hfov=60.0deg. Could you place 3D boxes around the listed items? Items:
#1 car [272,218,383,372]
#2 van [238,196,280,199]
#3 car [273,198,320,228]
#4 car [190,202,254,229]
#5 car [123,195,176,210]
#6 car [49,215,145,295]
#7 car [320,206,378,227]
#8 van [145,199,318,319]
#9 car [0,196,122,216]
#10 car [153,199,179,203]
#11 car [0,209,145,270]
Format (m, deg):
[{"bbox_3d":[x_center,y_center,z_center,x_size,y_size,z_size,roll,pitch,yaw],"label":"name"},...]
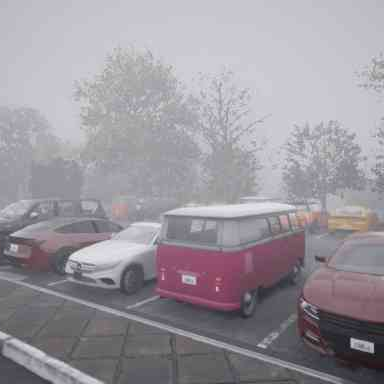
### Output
[{"bbox_3d":[3.404,1.486,5.837,2.097,1.535,5.008,0,0,36],"label":"car"},{"bbox_3d":[4.497,1.271,21.290,1.878,1.987,4.442,0,0,36],"label":"van"},{"bbox_3d":[6.661,1.367,19.555,2.185,1.767,4.553,0,0,36],"label":"car"},{"bbox_3d":[2.175,1.501,22.806,2.231,1.521,4.892,0,0,36],"label":"car"},{"bbox_3d":[-2.303,1.264,26.063,2.435,2.045,5.566,-1,0,36],"label":"car"},{"bbox_3d":[-1.108,1.533,9.072,2.002,1.452,4.674,0,0,36],"label":"car"},{"bbox_3d":[8.825,1.489,18.033,2.097,1.535,5.008,0,0,36],"label":"car"},{"bbox_3d":[1.213,1.264,7.546,1.878,1.987,4.442,0,0,36],"label":"van"},{"bbox_3d":[-5.637,1.250,12.286,2.435,2.045,5.566,0,0,36],"label":"car"},{"bbox_3d":[-0.177,1.503,24.275,1.946,1.575,5.366,0,0,36],"label":"car"},{"bbox_3d":[-3.347,1.527,10.713,2.163,1.488,4.792,0,0,36],"label":"car"}]
